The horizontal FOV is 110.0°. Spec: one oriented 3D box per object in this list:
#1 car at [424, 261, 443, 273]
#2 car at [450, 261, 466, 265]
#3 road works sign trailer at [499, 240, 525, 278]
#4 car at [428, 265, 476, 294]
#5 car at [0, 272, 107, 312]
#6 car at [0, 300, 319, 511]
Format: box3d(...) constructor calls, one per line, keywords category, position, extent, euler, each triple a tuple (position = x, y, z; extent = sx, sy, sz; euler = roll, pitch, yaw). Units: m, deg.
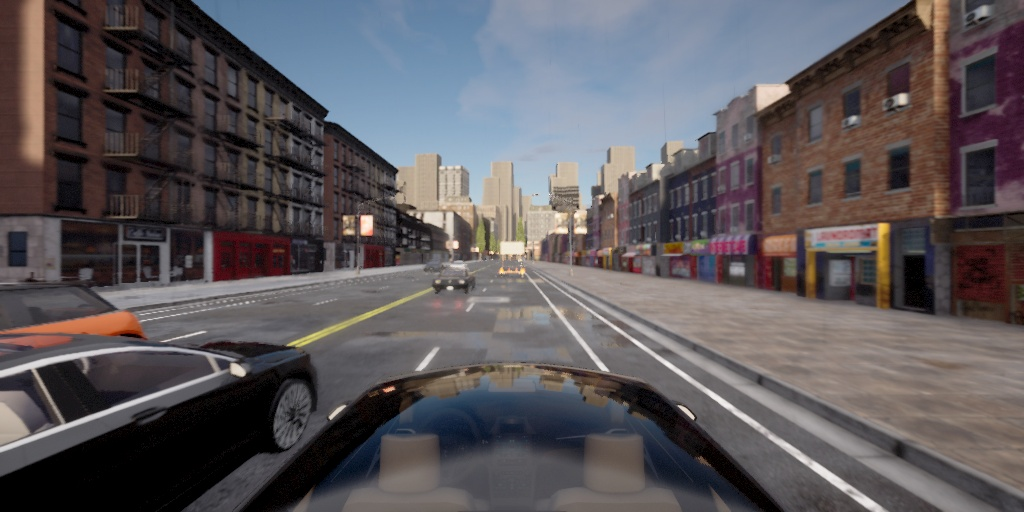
box3d(category="car", position=(-9.834, 1.377, 45.587), extent=(1.994, 1.385, 4.181), euler=(0, 0, 0))
box3d(category="car", position=(-6.589, 1.335, 44.343), extent=(1.812, 1.442, 4.674), euler=(0, 0, 0))
box3d(category="road works sign trailer", position=(-0.004, 0.251, 35.229), extent=(2.380, 3.560, 2.880), euler=(0, 0, 0))
box3d(category="car", position=(-3.154, 1.361, 20.486), extent=(1.895, 1.301, 4.718), euler=(0, 0, 0))
box3d(category="car", position=(-6.598, 1.103, 3.506), extent=(2.097, 1.767, 4.553), euler=(0, 0, 0))
box3d(category="car", position=(-3.153, 1.242, 2.220), extent=(2.128, 1.511, 4.902), euler=(0, 0, 0))
